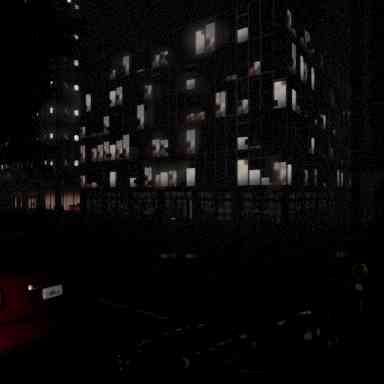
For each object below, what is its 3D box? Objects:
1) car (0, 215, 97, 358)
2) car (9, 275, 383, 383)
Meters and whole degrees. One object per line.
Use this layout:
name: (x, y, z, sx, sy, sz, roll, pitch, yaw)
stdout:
car: (-3.663, 1.315, 5.493, 5.009, 1.841, 2.192, 0, 0, 36)
car: (0.832, 1.566, 2.284, 4.313, 1.339, 1.947, 0, 0, 36)
